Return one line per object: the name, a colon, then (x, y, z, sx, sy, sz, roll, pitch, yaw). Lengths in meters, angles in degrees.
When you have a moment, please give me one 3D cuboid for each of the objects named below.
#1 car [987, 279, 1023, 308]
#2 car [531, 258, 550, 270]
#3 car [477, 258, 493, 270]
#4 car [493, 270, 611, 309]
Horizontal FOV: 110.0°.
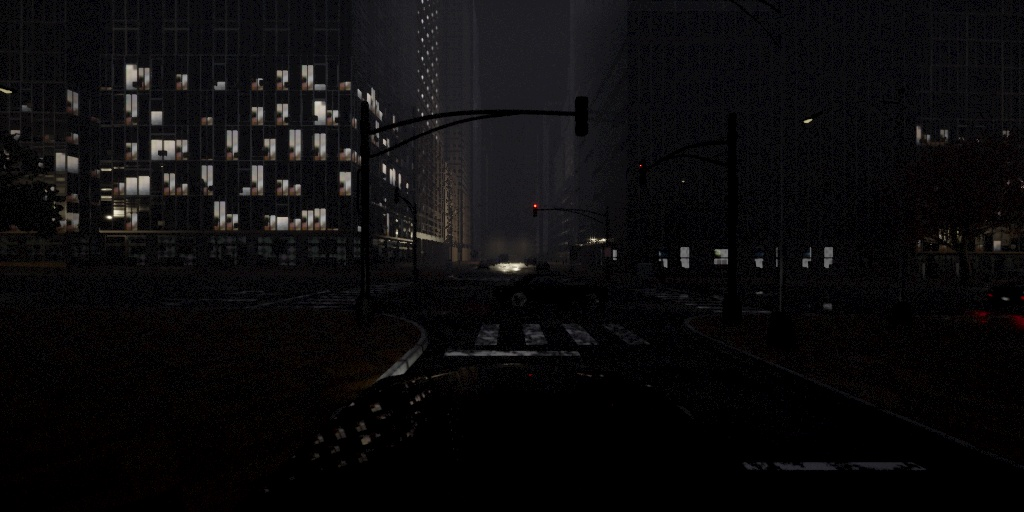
car: (24.063, 1.736, 15.922, 4.674, 1.442, 1.812, 1, 0, -3)
car: (3.885, 1.329, 46.537, 1.948, 1.339, 4.313, 0, 0, 0)
car: (-4.073, 1.342, 52.022, 1.802, 1.307, 4.207, 0, 0, 0)
car: (1.578, 1.401, 14.859, 4.718, 1.301, 1.895, 1, 0, -3)
